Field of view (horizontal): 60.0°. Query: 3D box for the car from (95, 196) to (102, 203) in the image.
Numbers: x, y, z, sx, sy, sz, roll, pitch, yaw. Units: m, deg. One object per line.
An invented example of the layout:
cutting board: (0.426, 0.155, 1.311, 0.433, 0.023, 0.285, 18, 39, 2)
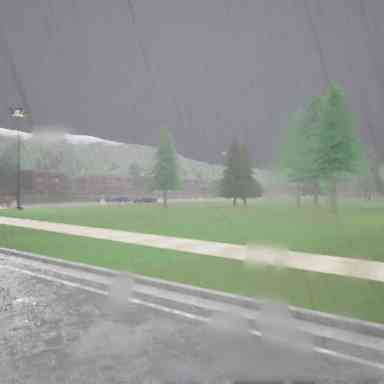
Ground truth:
car: (-18.192, 1.324, 70.440, 2.097, 1.767, 4.553, 0, 0, 35)

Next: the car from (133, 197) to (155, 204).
car: (-9.373, 1.575, 64.743, 1.895, 1.301, 4.718, 0, 0, 35)

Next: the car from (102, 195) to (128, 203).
car: (-15.343, 1.449, 68.408, 1.882, 1.535, 5.008, 0, 0, 35)
